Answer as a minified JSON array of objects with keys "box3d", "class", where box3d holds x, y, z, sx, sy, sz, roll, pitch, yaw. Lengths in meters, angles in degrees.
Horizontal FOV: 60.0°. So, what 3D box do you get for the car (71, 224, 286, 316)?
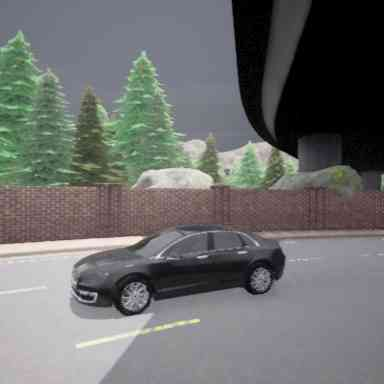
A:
[{"box3d":[-0.129,1.527,7.507,4.892,1.490,1.837,0,-1,-26],"class":"car"}]
